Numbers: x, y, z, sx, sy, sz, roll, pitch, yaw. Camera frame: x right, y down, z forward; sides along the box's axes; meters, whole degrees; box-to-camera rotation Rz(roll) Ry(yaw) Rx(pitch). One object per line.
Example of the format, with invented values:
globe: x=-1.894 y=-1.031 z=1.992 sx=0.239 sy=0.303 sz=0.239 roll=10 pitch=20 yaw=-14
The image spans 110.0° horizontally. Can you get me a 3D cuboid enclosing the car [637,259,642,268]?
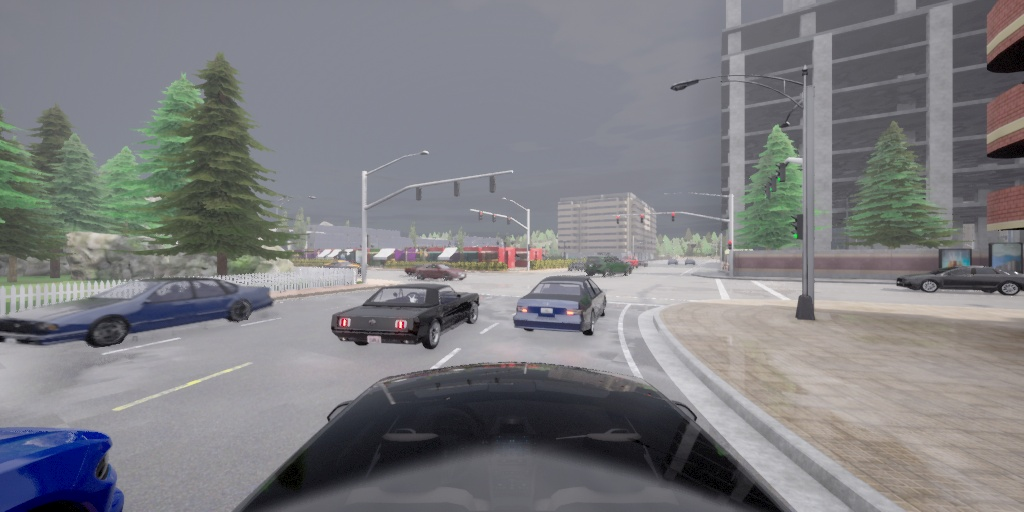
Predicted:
car: x=18.721 y=0.972 z=57.301 sx=2.150 sy=2.045 sz=5.566 roll=0 pitch=0 yaw=30

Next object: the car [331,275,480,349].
car: x=-2.278 y=1.351 z=9.211 sx=1.895 sy=1.301 sz=4.718 roll=0 pitch=0 yaw=11

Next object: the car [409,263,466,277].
car: x=-5.925 y=1.322 z=29.558 sx=4.674 sy=1.442 sz=1.812 roll=-1 pitch=0 yaw=30

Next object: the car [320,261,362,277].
car: x=-17.057 y=1.353 z=35.989 sx=5.357 sy=1.411 sz=2.033 roll=0 pitch=0 yaw=30

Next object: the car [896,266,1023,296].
car: x=24.995 y=1.310 z=20.017 sx=4.892 sy=1.490 sz=1.837 roll=0 pitch=0 yaw=30

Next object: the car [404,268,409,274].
car: x=-8.154 y=1.406 z=34.889 sx=4.718 sy=1.301 sz=1.895 roll=0 pitch=0 yaw=30

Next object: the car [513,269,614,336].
car: x=1.655 y=1.297 z=10.576 sx=2.033 sy=1.411 sz=5.357 roll=0 pitch=0 yaw=20

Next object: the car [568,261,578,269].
car: x=8.939 y=1.314 z=47.202 sx=1.994 sy=1.385 sz=4.181 roll=0 pitch=0 yaw=30

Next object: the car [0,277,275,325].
car: x=-9.310 y=1.297 z=9.686 sx=2.033 sy=1.411 sz=5.357 roll=0 pitch=0 yaw=13

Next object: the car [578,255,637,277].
car: x=9.422 y=1.015 z=35.163 sx=5.566 sy=2.045 sz=2.150 roll=0 pitch=1 yaw=-39
